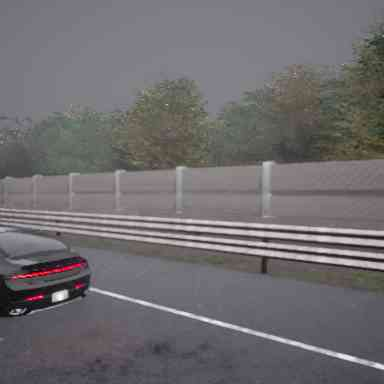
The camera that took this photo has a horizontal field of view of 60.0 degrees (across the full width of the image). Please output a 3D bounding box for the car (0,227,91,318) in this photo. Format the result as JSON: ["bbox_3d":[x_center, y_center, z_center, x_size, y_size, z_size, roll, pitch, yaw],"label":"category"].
[{"bbox_3d":[-4.185,1.506,7.030,4.892,1.490,1.837,0,0,36],"label":"car"}]
